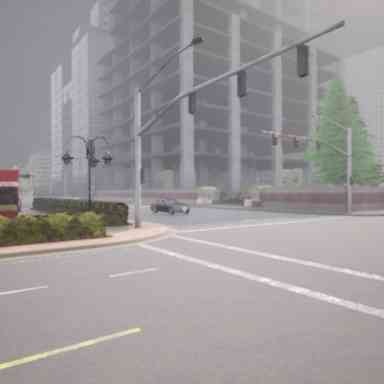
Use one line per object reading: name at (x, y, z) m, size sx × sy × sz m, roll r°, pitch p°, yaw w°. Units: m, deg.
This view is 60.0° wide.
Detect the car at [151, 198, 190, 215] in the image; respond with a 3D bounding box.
car at (-2.061, 1.322, 30.965) m, size 2.128 × 1.511 × 4.902 m, roll 0°, pitch 0°, yaw -36°

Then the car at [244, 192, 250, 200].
car at (8.443, 0.839, 55.869) m, size 1.905 × 1.878 × 3.866 m, roll 0°, pitch 0°, yaw -36°

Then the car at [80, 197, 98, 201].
car at (-15.372, 1.380, 49.362) m, size 2.033 × 1.411 × 5.357 m, roll 0°, pitch 0°, yaw -36°

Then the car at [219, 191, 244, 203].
car at (6.052, 0.860, 54.157) m, size 1.905 × 1.878 × 3.866 m, roll 0°, pitch 0°, yaw -36°
